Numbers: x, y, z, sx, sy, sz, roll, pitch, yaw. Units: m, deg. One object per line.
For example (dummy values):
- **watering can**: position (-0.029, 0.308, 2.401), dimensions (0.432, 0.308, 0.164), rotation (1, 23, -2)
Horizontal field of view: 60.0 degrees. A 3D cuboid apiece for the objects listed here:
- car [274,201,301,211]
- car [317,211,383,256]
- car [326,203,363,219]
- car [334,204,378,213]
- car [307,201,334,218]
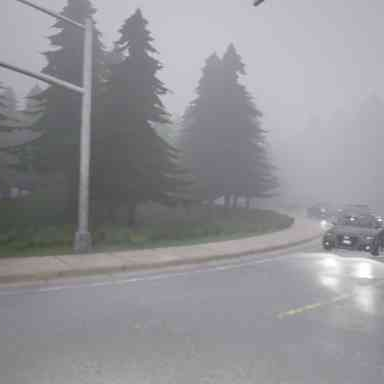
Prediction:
- **car**: position (14.257, 1.978, 50.042), dimensions (1.837, 1.490, 4.892), rotation (2, 0, -22)
- **car**: position (7.076, 1.759, 14.277), dimensions (1.994, 1.385, 4.181), rotation (1, 0, 36)
- **car**: position (16.630, 2.024, 36.532), dimensions (1.812, 1.442, 4.674), rotation (2, -1, 0)
- **car**: position (11.591, 1.685, 23.177), dimensions (2.097, 1.767, 4.553), rotation (1, 0, 15)
- **car**: position (12.970, 1.747, 32.737), dimensions (2.097, 1.767, 4.553), rotation (1, 0, 1)
